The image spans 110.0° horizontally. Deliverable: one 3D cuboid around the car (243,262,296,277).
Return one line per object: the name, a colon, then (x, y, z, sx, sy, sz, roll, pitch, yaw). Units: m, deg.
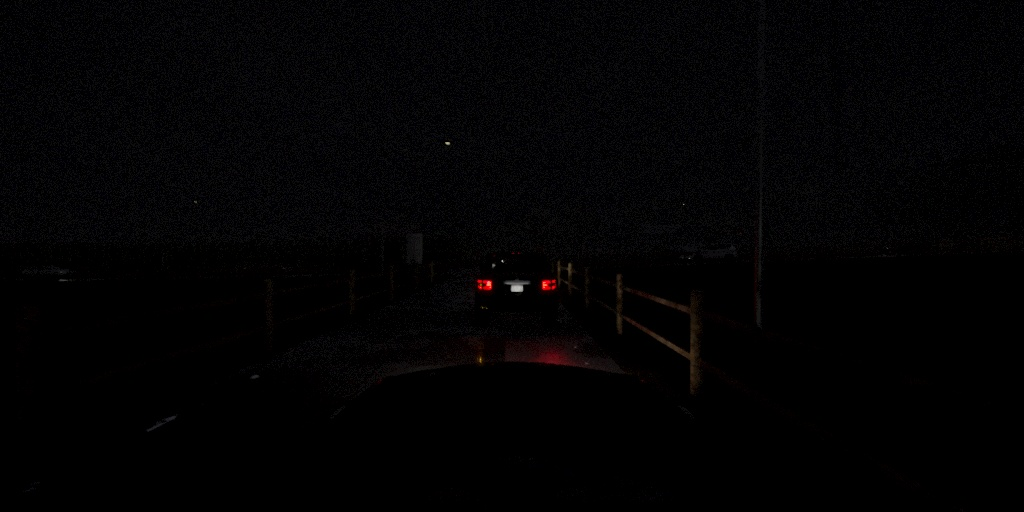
car: (-24.276, 1.288, 35.910, 4.674, 1.442, 1.812, -1, -1, 0)

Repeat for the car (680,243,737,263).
car: (21.276, -0.302, 38.858, 5.566, 2.045, 2.150, -2, -1, 0)

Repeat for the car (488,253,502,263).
car: (-2.786, 0.360, 60.217, 2.128, 1.511, 4.902, 0, 1, 0)

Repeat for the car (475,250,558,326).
car: (0.106, 0.840, 11.193, 2.150, 2.045, 5.566, 0, 1, 0)

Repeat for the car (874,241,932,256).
car: (42.225, -0.863, 38.807, 5.008, 1.535, 1.882, -2, -1, 0)

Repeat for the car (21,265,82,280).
car: (-46.189, 1.671, 35.974, 4.674, 1.442, 1.812, -1, -1, 1)
